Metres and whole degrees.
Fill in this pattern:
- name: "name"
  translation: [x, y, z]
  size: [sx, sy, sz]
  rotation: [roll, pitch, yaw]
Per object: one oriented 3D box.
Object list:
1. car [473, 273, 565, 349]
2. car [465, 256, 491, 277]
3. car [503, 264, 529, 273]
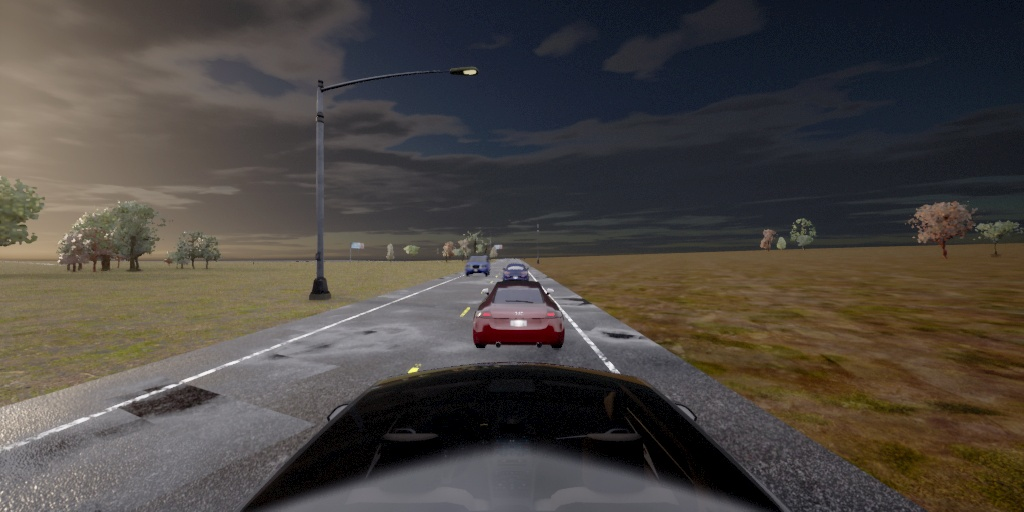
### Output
- name: "car"
  translation: [0.155, 1.316, 9.190]
  size: [1.994, 1.385, 4.181]
  rotation: [0, 0, 1]
- name: "car"
  translation: [-3.341, 0.977, 35.992]
  size: [2.150, 2.045, 5.566]
  rotation: [0, 0, 0]
- name: "car"
  translation: [0.290, 1.281, 26.473]
  size: [1.812, 1.442, 4.674]
  rotation: [0, 0, 1]
